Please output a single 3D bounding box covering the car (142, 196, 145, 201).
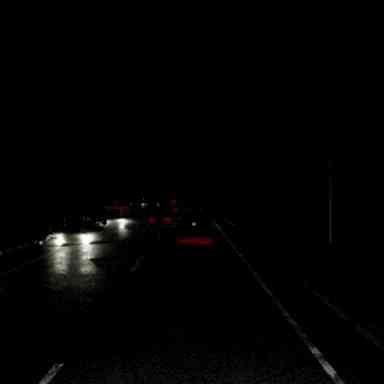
[{"bbox_3d":[-10.491,1.558,77.724,1.837,1.490,4.892,0,0,0],"label":"car"}]

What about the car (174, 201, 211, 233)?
[{"bbox_3d":[0.102,1.558,20.110,1.882,1.535,5.008,0,0,0],"label":"car"}]

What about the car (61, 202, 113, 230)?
[{"bbox_3d":[-6.997,1.566,22.094,1.882,1.535,5.008,0,0,0],"label":"car"}]

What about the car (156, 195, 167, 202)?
[{"bbox_3d":[-6.991,1.583,77.723,2.128,1.511,4.902,0,0,0],"label":"car"}]

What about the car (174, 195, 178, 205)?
[{"bbox_3d":[-3.388,1.424,50.922,2.150,2.045,5.566,0,0,-1],"label":"car"}]

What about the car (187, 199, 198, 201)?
[{"bbox_3d":[0.105,1.661,42.493,2.128,1.511,4.902,0,0,0],"label":"car"}]

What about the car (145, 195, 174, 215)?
[{"bbox_3d":[-3.394,1.365,35.855,2.150,2.045,5.566,0,0,0],"label":"car"}]

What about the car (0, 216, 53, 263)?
[{"bbox_3d":[-7.029,1.597,12.285,2.033,1.411,5.357,0,0,0],"label":"car"}]

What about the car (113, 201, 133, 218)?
[{"bbox_3d":[-6.996,1.606,32.119,1.882,1.535,5.008,0,0,0],"label":"car"}]
